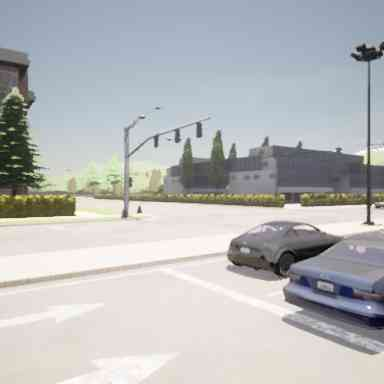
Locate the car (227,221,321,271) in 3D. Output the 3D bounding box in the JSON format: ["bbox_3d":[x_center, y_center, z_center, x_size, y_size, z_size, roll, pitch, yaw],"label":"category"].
[{"bbox_3d":[3.097,1.592,10.401,4.181,1.385,1.994,0,0,-36],"label":"car"}]

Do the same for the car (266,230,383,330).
[{"bbox_3d":[4.168,1.571,6.828,5.357,1.411,2.033,0,0,-36],"label":"car"}]

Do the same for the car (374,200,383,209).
[{"bbox_3d":[28.033,1.761,47.367,4.718,1.301,1.895,0,0,-35],"label":"car"}]
